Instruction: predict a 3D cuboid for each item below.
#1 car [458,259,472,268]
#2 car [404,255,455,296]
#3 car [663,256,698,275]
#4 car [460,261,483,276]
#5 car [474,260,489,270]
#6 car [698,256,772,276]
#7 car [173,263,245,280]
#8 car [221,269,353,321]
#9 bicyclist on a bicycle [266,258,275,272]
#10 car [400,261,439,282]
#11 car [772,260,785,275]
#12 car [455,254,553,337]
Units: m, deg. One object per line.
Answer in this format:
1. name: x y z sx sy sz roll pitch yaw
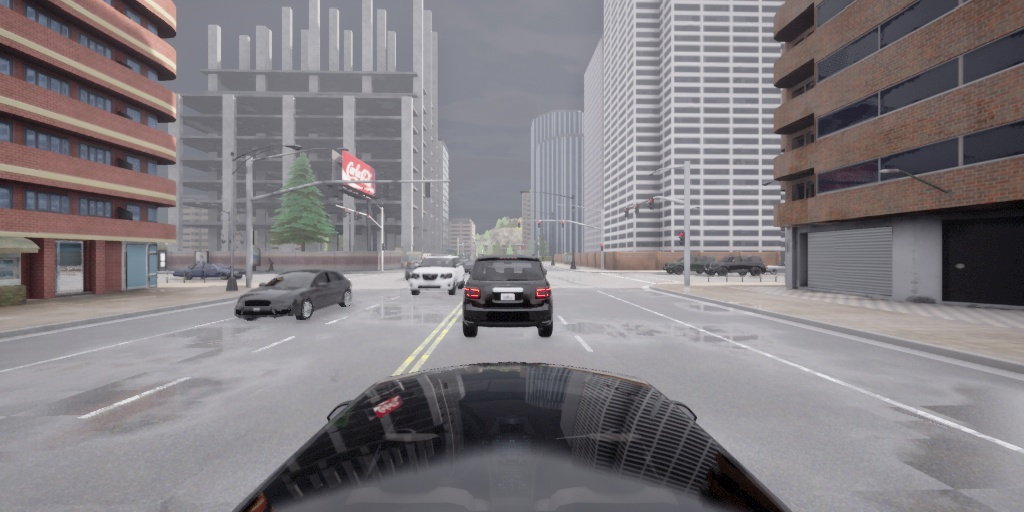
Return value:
1. car: -8.314 1.314 64.095 1.994 1.385 4.181 0 0 -1
2. car: -3.952 0.970 19.818 2.150 2.045 5.566 0 0 0
3. car: 19.393 0.972 38.985 5.566 2.045 2.150 0 0 -1
4. car: -4.345 1.297 39.060 2.033 1.411 5.357 0 0 -1
5. car: -4.654 1.312 54.629 1.994 1.385 4.181 0 0 -1
6. car: 22.003 0.971 35.555 5.566 2.045 2.150 0 0 -2
7. car: -25.618 1.297 30.627 5.357 1.411 2.033 0 0 -1
8. car: -7.309 1.255 12.610 1.837 1.490 4.892 0 0 -1
9. bicyclist on a bicycle: -28.696 1.051 42.535 0.582 1.620 1.656 0 0 -1
10. car: -7.670 1.242 30.383 2.128 1.511 4.902 0 0 -1
11. car: 29.523 1.351 39.234 4.718 1.301 1.895 0 0 -1
12. car: -0.118 0.971 10.407 2.150 2.045 5.566 0 0 -1
